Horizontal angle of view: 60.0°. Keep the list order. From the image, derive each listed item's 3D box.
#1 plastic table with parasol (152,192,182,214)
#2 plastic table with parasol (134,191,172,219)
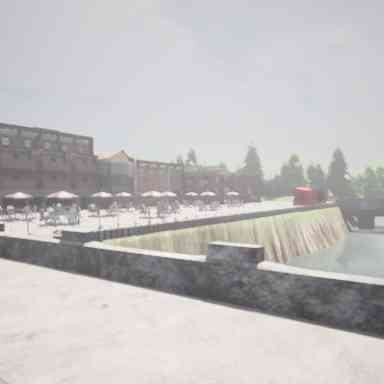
[{"bbox_3d":[-2.873,1.227,39.051,2.482,2.480,2.482,-1,0,35],"label":"plastic table with parasol"},{"bbox_3d":[-3.641,1.181,31.364,2.482,2.480,2.482,-1,0,35],"label":"plastic table with parasol"}]
